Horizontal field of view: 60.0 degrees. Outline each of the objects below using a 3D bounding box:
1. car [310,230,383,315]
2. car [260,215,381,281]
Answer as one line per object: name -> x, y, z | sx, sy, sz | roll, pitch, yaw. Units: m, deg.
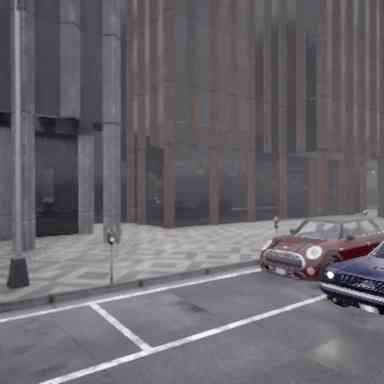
car -> 4.681, 1.590, 6.715 | 4.718, 1.301, 1.895 | 0, 0, -35
car -> 3.813, 1.429, 9.368 | 4.097, 1.590, 1.967 | 0, 0, -35
